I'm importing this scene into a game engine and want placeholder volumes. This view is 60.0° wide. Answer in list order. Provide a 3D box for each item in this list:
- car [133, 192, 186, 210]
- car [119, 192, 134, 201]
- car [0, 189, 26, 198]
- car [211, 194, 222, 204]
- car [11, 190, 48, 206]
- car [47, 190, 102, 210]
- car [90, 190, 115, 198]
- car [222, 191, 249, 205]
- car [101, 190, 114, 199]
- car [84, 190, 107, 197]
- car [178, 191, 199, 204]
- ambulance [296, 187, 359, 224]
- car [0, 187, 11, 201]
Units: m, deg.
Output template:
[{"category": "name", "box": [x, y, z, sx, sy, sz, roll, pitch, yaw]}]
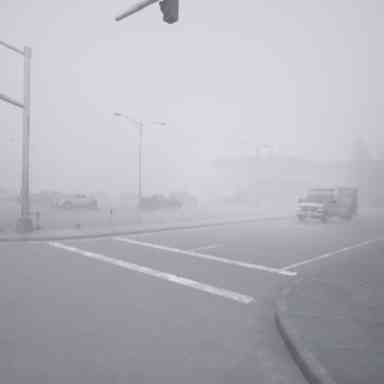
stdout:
[{"category": "car", "box": [-3.117, 1.009, 32.867, 2.007, 1.523, 4.514, 2, 1, 44]}, {"category": "car", "box": [-9.639, 0.713, 54.048, 2.007, 1.523, 4.514, 2, 1, 44]}, {"category": "car", "box": [-33.064, 0.278, 61.421, 1.970, 1.475, 3.806, 2, 1, 44]}, {"category": "car", "box": [4.689, 1.083, 51.023, 1.970, 1.475, 3.806, 2, 1, 44]}, {"category": "car", "box": [-15.486, 0.607, 34.552, 2.152, 1.636, 5.027, 2, 1, 44]}, {"category": "car", "box": [-10.644, 0.815, 30.333, 1.970, 1.475, 3.806, 2, 1, 44]}, {"category": "car", "box": [-20.004, 0.376, 74.758, 2.152, 1.636, 5.027, 2, 1, 44]}, {"category": "car", "box": [6.663, 0.859, 48.274, 1.905, 1.878, 3.866, 2, 1, 44]}, {"category": "car", "box": [-16.803, 0.538, 61.013, 1.845, 1.501, 3.633, 2, 1, 44]}, {"category": "car", "box": [-22.299, 0.323, 76.897, 2.007, 1.523, 4.514, 2, 1, 44]}, {"category": "car", "box": [-1.163, 0.752, 44.890, 1.932, 1.855, 4.605, 2, 1, 44]}, {"category": "ambulance", "box": [9.839, 0.877, 24.067, 2.351, 2.431, 6.366, 2, 1, 44]}, {"category": "car", "box": [-24.694, 0.278, 43.430, 1.905, 1.878, 3.866, 2, 1, 44]}]
